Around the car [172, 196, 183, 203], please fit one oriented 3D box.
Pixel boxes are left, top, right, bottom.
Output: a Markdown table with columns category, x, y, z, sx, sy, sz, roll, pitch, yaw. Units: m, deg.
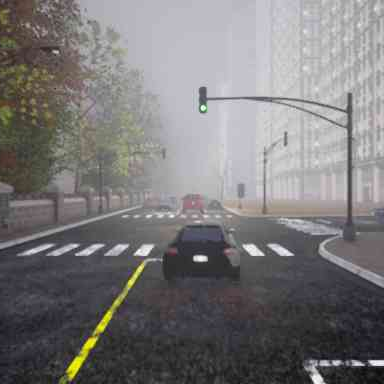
| category | x | y | z | sx | sy | sz | roll | pitch | yaw |
| --- | --- | --- | --- | --- | --- | --- | --- | --- | --- |
| car | -2.991 | 1.463 | 69.319 | 1.895 | 1.301 | 4.718 | 0 | 0 | 0 |

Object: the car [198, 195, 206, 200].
| category | x | y | z | sx | sy | sz | roll | pitch | yaw |
| --- | --- | --- | --- | --- | --- | --- | --- | --- | --- |
| car | 2.705 | 1.442 | 90.535 | 2.008 | 1.369 | 4.403 | 0 | 0 | 0 |

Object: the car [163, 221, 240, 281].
| category | x | y | z | sx | sy | sz | roll | pitch | yaw |
| --- | --- | --- | --- | --- | --- | --- | --- | --- | --- |
| car | 0.351 | 1.544 | 9.891 | 1.994 | 1.385 | 4.181 | 0 | 0 | 4 |

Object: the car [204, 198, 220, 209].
| category | x | y | z | sx | sy | sz | roll | pitch | yaw |
| --- | --- | --- | --- | --- | --- | --- | --- | --- | --- |
| car | 2.698 | 1.491 | 45.477 | 1.947 | 1.339 | 4.313 | 0 | 0 | 0 |

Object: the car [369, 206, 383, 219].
| category | x | y | z | sx | sy | sz | roll | pitch | yaw |
| --- | --- | --- | --- | --- | --- | --- | --- | --- | --- |
| car | 14.807 | 1.211 | 23.053 | 4.674 | 1.442 | 1.812 | -2 | 0 | 0 |

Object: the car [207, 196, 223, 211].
| category | x | y | z | sx | sy | sz | roll | pitch | yaw |
| --- | --- | --- | --- | --- | --- | --- | --- | --- | --- |
| car | 2.697 | 1.498 | 39.844 | 1.947 | 1.339 | 4.313 | 0 | 0 | 0 |

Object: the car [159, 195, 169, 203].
| category | x | y | z | sx | sy | sz | roll | pitch | yaw |
| --- | --- | --- | --- | --- | --- | --- | --- | --- | --- |
| car | -5.678 | 1.429 | 67.838 | 1.752 | 1.417 | 4.829 | 0 | 0 | 0 |

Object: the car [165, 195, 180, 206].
| category | x | y | z | sx | sy | sz | roll | pitch | yaw |
| --- | --- | --- | --- | --- | --- | --- | --- | --- | --- |
| car | -3.058 | 1.421 | 54.178 | 1.837 | 1.490 | 4.892 | 0 | 0 | 0 |

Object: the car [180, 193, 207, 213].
| category | x | y | z | sx | sy | sz | roll | pitch | yaw |
| --- | --- | --- | --- | --- | --- | --- | --- | --- | --- |
| car | 0.106 | 1.160 | 35.388 | 2.150 | 2.045 | 5.566 | 0 | 0 | 0 |

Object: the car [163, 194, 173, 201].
| category | x | y | z | sx | sy | sz | roll | pitch | yaw |
| --- | --- | --- | --- | --- | --- | --- | --- | --- | --- |
| car | -5.676 | 1.337 | 79.272 | 1.967 | 1.590 | 4.097 | 0 | 0 | 0 |

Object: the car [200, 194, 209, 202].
| category | x | y | z | sx | sy | sz | roll | pitch | yaw |
| --- | --- | --- | --- | --- | --- | --- | --- | --- | --- |
| car | 2.703 | 1.339 | 73.639 | 1.967 | 1.590 | 4.097 | 0 | 0 | 0 |

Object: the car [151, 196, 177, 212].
| category | x | y | z | sx | sy | sz | roll | pitch | yaw |
| --- | --- | --- | --- | --- | --- | --- | --- | --- | --- |
| car | -3.096 | 1.482 | 38.190 | 2.033 | 1.411 | 5.357 | 0 | 0 | -1 |

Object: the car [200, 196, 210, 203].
| category | x | y | z | sx | sy | sz | roll | pitch | yaw |
| --- | --- | --- | --- | --- | --- | --- | --- | --- | --- |
| car | 2.702 | 1.447 | 68.007 | 1.887 | 1.381 | 4.507 | 0 | 0 | 0 |

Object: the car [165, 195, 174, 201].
| category | x | y | z | sx | sy | sz | roll | pitch | yaw |
| --- | --- | --- | --- | --- | --- | --- | --- | --- | --- |
| car | -5.677 | 1.439 | 84.904 | 1.887 | 1.381 | 4.507 | 0 | 0 | 0 |

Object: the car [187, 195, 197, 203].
| category | x | y | z | sx | sy | sz | roll | pitch | yaw |
| --- | --- | --- | --- | --- | --- | --- | --- | --- | --- |
| car | 0.009 | 1.406 | 67.095 | 1.837 | 1.490 | 4.892 | 0 | 0 | 0 |

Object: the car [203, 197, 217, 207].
| category | x | y | z | sx | sy | sz | roll | pitch | yaw |
| --- | --- | --- | --- | --- | --- | --- | --- | --- | --- |
| car | 2.699 | 1.484 | 51.109 | 1.947 | 1.339 | 4.313 | 0 | 0 | 0 |

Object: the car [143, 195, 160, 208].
| category | x | y | z | sx | sy | sz | roll | pitch | yaw |
| --- | --- | --- | --- | --- | --- | --- | --- | --- | --- |
| car | -5.682 | 1.507 | 45.478 | 1.802 | 1.307 | 4.206 | 0 | 0 | 0 |

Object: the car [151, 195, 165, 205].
| category | x | y | z | sx | sy | sz | roll | pitch | yaw |
| --- | --- | --- | --- | --- | --- | --- | --- | --- | --- |
| car | -5.680 | 1.353 | 56.743 | 1.967 | 1.590 | 4.097 | 0 | 0 | 0 |

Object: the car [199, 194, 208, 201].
| category | x | y | z | sx | sy | sz | roll | pitch | yaw |
| --- | --- | --- | --- | --- | --- | --- | --- | --- | --- |
| car | 2.704 | 1.336 | 79.270 | 1.967 | 1.590 | 4.097 | 0 | 0 | 0 |
